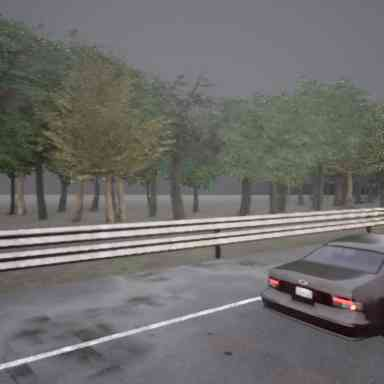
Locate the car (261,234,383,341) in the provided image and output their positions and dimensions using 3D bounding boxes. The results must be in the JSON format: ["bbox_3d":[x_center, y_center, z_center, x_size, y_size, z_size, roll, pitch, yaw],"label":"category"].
[{"bbox_3d":[3.718,1.543,6.422,5.357,1.411,2.033,0,0,-35],"label":"car"}]
